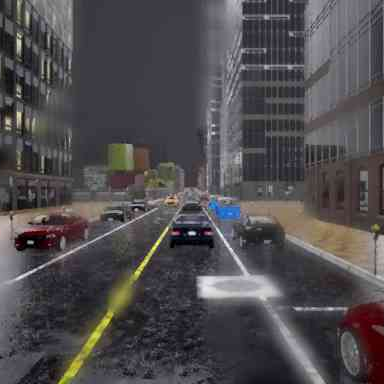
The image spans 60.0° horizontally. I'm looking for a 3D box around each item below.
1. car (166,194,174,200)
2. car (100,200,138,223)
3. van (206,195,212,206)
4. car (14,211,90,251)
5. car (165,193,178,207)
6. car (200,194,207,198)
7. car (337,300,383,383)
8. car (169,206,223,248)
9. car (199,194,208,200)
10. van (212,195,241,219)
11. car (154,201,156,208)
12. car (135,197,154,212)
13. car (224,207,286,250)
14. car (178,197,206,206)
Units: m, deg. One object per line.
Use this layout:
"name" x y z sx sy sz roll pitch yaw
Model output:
"car" -5.688 1.237 86.266 2.008 1.369 4.403 0 0 0
"car" -5.689 1.524 25.383 1.947 1.339 4.313 0 0 0
"van" 2.775 1.251 36.779 1.690 1.788 3.998 0 0 0
"car" -5.690 1.533 13.978 1.887 1.381 4.507 0 0 0
"car" -3.000 1.364 49.646 1.882 1.535 5.008 0 0 0
"car" 2.694 1.177 74.905 1.967 1.590 4.097 0 0 0
"car" 2.690 1.579 2.577 1.802 1.307 4.206 0 0 0
"car" 0.000 1.552 14.649 2.033 1.411 5.357 0 0 0
"car" 2.693 1.278 80.586 1.947 1.339 4.313 0 0 0
"van" 2.693 1.300 25.383 1.690 1.788 3.998 0 0 0
"car" -5.817 1.402 44.013 1.752 1.417 4.829 0 0 0
"car" -5.768 1.476 36.779 1.947 1.339 4.313 0 0 0
"car" 2.691 1.539 13.978 2.008 1.369 4.403 0 0 0
"car" 0.000 1.459 29.646 1.837 1.490 4.892 0 0 0
